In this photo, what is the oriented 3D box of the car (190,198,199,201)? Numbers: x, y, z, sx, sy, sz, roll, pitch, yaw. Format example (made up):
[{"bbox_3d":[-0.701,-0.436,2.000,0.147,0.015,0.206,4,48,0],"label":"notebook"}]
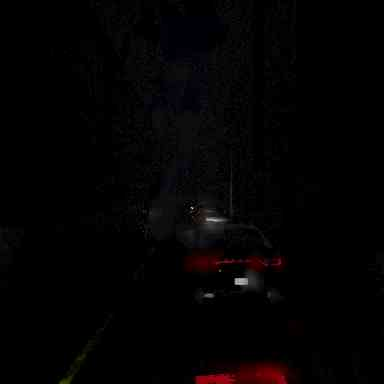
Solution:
[{"bbox_3d":[0.902,1.454,24.717,1.801,1.575,5.366,0,0,0],"label":"car"}]

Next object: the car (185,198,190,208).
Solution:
[{"bbox_3d":[0.033,1.559,47.280,1.994,1.385,4.181,0,0,1],"label":"car"}]

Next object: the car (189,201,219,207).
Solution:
[{"bbox_3d":[0.902,1.477,18.527,1.882,1.535,5.008,0,0,0],"label":"car"}]

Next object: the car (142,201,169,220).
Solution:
[{"bbox_3d":[-2.998,1.489,27.804,2.128,1.511,4.902,0,0,0],"label":"car"}]

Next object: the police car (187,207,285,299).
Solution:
[{"bbox_3d":[0.900,1.425,8.637,1.930,1.638,5.238,0,0,0],"label":"police car"}]
